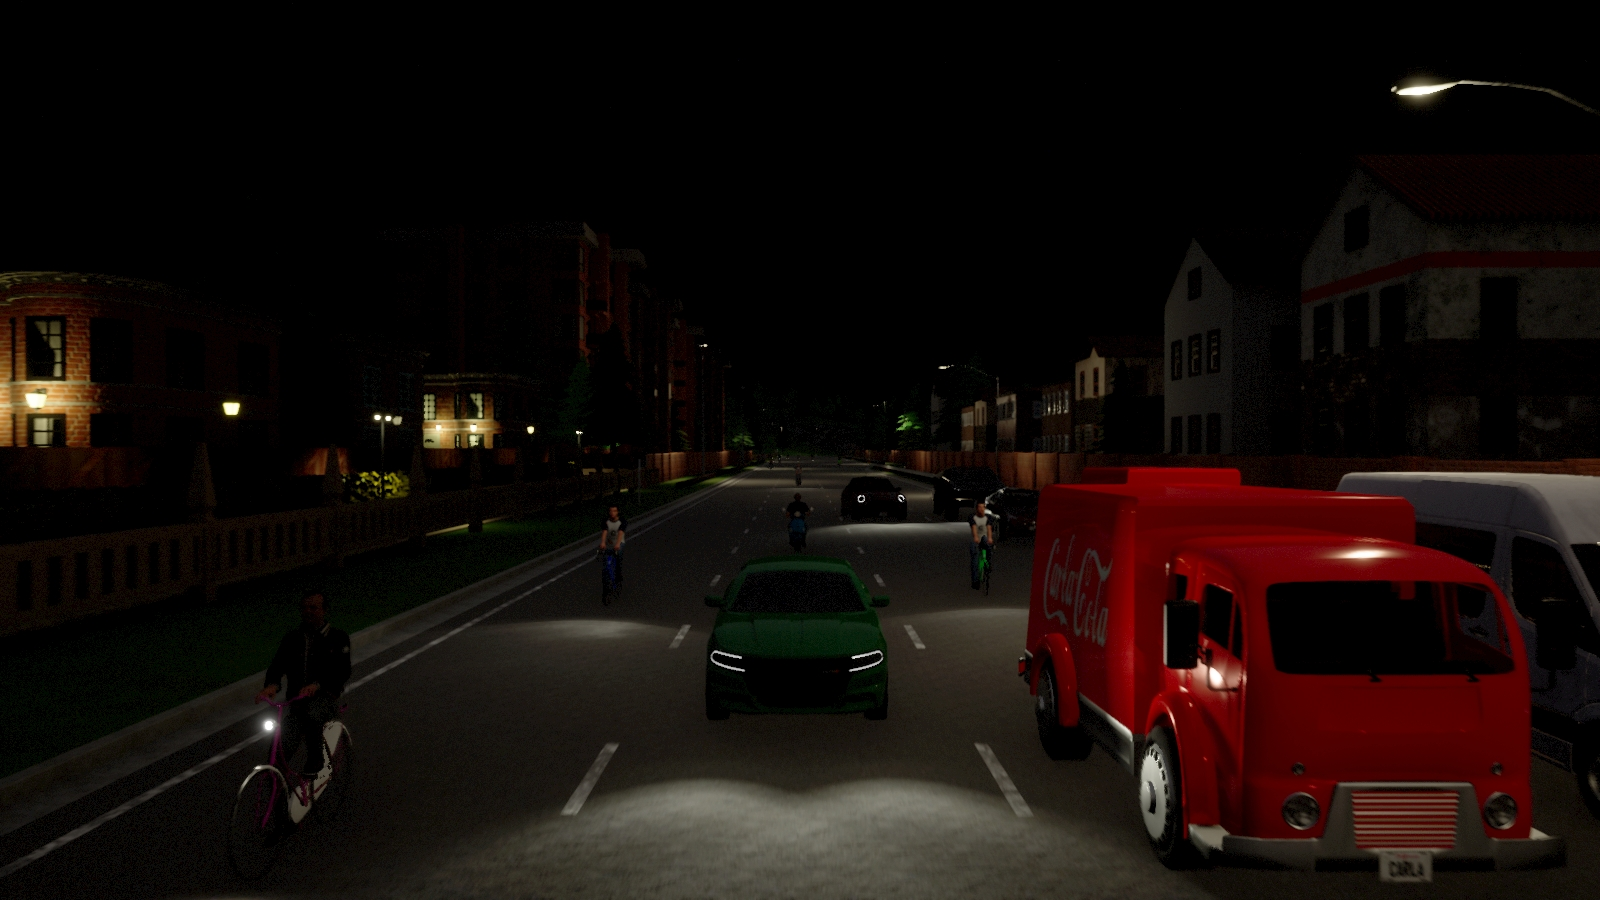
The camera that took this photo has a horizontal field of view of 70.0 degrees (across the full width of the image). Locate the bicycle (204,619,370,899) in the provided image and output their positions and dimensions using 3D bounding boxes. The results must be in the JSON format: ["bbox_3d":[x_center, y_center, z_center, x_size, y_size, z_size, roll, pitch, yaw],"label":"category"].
[{"bbox_3d":[-3.516,2.054,7.977,0.329,1.471,1.835,0,0,0],"label":"bicycle"}]

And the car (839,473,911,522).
[{"bbox_3d":[2.940,1.877,45.929,2.097,1.767,4.553,0,0,-6],"label":"car"}]

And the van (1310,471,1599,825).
[{"bbox_3d":[6.975,1.527,10.422,1.988,2.561,5.915,0,0,0],"label":"van"}]

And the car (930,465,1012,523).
[{"bbox_3d":[6.906,1.724,46.813,2.390,2.098,6.274,0,0,0],"label":"car"}]

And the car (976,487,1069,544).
[{"bbox_3d":[6.922,2.017,36.008,2.007,1.525,4.514,0,0,0],"label":"car"}]

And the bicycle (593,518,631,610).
[{"bbox_3d":[-3.406,2.042,20.754,0.373,1.496,1.643,0,0,1],"label":"bicycle"}]

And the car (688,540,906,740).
[{"bbox_3d":[-0.034,2.025,13.472,2.097,1.535,5.006,0,0,0],"label":"car"}]

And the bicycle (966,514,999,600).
[{"bbox_3d":[3.515,2.042,22.091,0.373,1.496,1.643,0,1,0],"label":"bicycle"}]

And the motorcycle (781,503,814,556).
[{"bbox_3d":[-0.063,2.122,30.896,0.856,1.316,1.805,0,0,0],"label":"motorcycle"}]

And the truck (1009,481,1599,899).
[{"bbox_3d":[3.473,1.559,9.164,2.627,2.467,5.204,0,0,0],"label":"truck"}]
